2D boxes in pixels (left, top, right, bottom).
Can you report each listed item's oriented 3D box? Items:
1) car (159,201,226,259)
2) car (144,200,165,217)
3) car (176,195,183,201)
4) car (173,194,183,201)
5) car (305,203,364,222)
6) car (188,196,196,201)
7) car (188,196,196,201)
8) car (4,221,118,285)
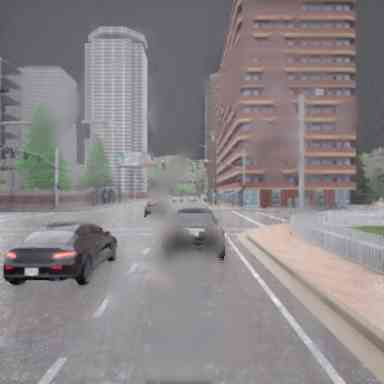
[{"bbox_3d":[0.097,1.386,12.958,2.097,1.767,4.553,0,0,1],"label":"car"},{"bbox_3d":[-3.408,1.556,31.977,2.128,1.511,4.902,0,0,0],"label":"car"},{"bbox_3d":[-3.496,1.716,91.454,1.837,1.490,4.892,0,0,0],"label":"car"},{"bbox_3d":[-3.497,1.428,81.632,2.150,2.045,5.566,0,0,0],"label":"car"},{"bbox_3d":[10.904,1.574,25.569,4.181,1.385,1.994,0,0,-11],"label":"car"},{"bbox_3d":[0.004,1.741,91.454,2.128,1.511,4.902,0,0,0],"label":"car"},{"bbox_3d":[0.003,1.730,82.455,1.812,1.442,4.674,0,0,0],"label":"car"},{"bbox_3d":[-3.425,1.550,9.434,1.812,1.442,4.674,0,0,0],"label":"car"}]
